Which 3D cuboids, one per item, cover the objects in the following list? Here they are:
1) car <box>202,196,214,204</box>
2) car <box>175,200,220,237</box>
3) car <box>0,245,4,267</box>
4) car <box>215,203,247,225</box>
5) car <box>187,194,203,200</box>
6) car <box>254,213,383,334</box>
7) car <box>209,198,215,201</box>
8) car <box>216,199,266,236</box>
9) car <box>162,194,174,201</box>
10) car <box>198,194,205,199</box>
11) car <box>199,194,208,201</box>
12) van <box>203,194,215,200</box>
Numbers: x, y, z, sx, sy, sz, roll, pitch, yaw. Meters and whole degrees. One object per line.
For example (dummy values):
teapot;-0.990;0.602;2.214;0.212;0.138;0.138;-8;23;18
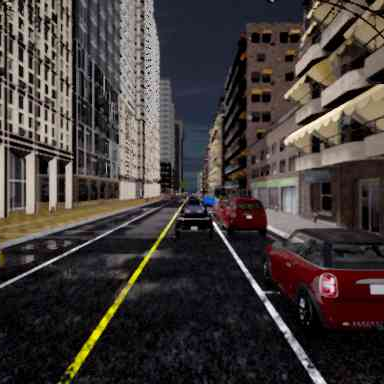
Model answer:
car;2.698;1.383;57.552;1.947;1.339;4.313;0;0;0
car;0.102;1.431;17.680;2.128;1.511;4.902;0;0;0
car;-5.689;1.503;6.546;1.752;1.417;4.829;0;0;0
car;2.693;1.500;23.661;1.802;1.307;4.206;0;0;0
car;0.106;1.362;42.984;1.837;1.490;4.892;0;0;0
car;2.691;1.416;6.715;1.967;1.590;4.097;0;0;0
car;2.694;1.481;29.310;1.802;1.307;4.206;0;0;0
car;2.693;1.252;18.012;2.192;1.841;5.009;0;0;0
car;-5.681;1.212;74.499;1.967;1.590;4.097;0;0;0
car;2.701;1.250;91.614;1.752;1.417;4.829;0;0;0
car;2.700;1.299;80.146;1.887;1.381;4.507;0;0;0
van;2.696;1.174;51.903;1.690;1.788;3.998;0;0;0
